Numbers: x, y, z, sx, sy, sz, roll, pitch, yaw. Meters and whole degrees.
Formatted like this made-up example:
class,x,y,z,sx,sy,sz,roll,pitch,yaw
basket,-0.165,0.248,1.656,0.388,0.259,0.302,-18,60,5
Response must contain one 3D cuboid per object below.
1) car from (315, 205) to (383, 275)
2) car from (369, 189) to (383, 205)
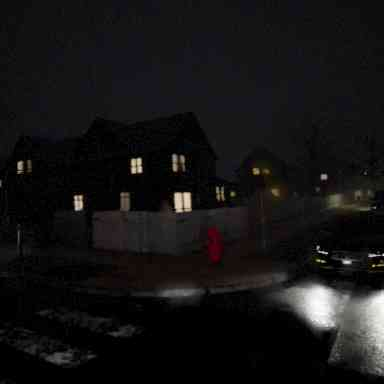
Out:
class,x,y,z,sx,sy,sz,roll,pitch,yaw
car,5.149,1.356,9.832,1.837,1.490,4.892,-4,-1,38
car,12.473,0.782,20.754,2.150,2.045,5.566,-3,-1,32
